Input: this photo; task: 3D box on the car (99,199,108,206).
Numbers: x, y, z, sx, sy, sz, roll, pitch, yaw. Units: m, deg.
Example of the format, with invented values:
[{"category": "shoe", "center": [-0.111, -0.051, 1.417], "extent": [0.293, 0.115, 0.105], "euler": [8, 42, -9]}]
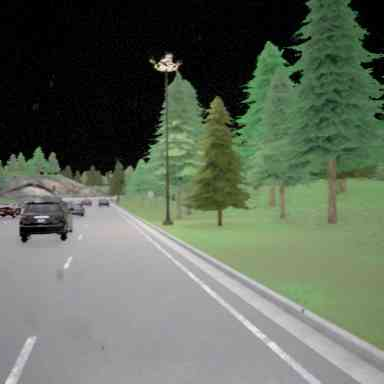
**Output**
[{"category": "car", "center": [-20.095, 2.283, 75.621], "extent": [1.837, 1.490, 4.892], "euler": [-1, 0, -15]}]

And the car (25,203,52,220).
[{"category": "car", "center": [-16.051, 1.997, 34.957], "extent": [1.837, 1.490, 4.892], "euler": [-1, 0, -15]}]

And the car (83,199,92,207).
[{"category": "car", "center": [-22.576, 2.227, 71.448], "extent": [2.097, 1.767, 4.553], "euler": [-1, 0, -15]}]

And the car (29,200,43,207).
[{"category": "car", "center": [-33.487, 2.517, 71.529], "extent": [1.895, 1.301, 4.718], "euler": [-1, 0, -15]}]

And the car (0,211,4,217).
[{"category": "car", "center": [-10.795, 1.833, 15.870], "extent": [1.994, 1.385, 4.181], "euler": [-1, 0, -15]}]

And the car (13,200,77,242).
[{"category": "car", "center": [-7.867, 1.474, 18.400], "extent": [2.150, 2.045, 5.566], "euler": [-1, 0, -15]}]

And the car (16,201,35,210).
[{"category": "car", "center": [-30.713, 2.430, 61.457], "extent": [2.033, 1.411, 5.357], "euler": [-1, 0, -15]}]

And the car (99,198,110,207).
[{"category": "car", "center": [-17.432, 2.110, 65.951], "extent": [2.097, 1.767, 4.553], "euler": [-1, 0, -15]}]

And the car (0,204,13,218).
[{"category": "car", "center": [-20.118, 2.034, 36.541], "extent": [1.882, 1.535, 5.008], "euler": [-1, 0, -15]}]

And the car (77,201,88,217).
[{"category": "car", "center": [-13.121, 2.039, 37.497], "extent": [1.994, 1.385, 4.181], "euler": [-1, 0, -15]}]

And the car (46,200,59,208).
[{"category": "car", "center": [-29.552, 2.454, 70.420], "extent": [1.837, 1.490, 4.892], "euler": [-1, 0, -15]}]

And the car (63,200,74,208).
[{"category": "car", "center": [-25.514, 2.413, 68.940], "extent": [1.812, 1.442, 4.674], "euler": [-1, 0, -15]}]
